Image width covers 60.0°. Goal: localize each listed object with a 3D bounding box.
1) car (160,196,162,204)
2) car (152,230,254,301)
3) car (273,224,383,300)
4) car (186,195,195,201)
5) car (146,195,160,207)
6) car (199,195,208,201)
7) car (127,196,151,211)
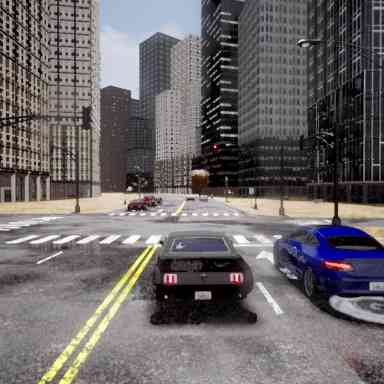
[{"bbox_3d":[-6.502,1.415,60.890,2.128,1.511,4.902,0,0,0],"label":"car"},{"bbox_3d":[0.111,1.598,8.286,1.895,1.301,4.718,0,0,-3],"label":"car"},{"bbox_3d":[3.354,1.522,8.254,1.812,1.442,4.674,0,0,1],"label":"car"},{"bbox_3d":[-0.427,1.467,80.443,1.895,1.301,4.718,0,0,-4],"label":"car"},{"bbox_3d":[-6.520,1.298,50.599,2.097,1.767,4.553,0,0,0],"label":"car"},{"bbox_3d":[2.822,1.395,80.556,1.812,1.442,4.674,0,0,-4],"label":"car"},{"bbox_3d":[-6.536,1.529,40.350,1.994,1.385,4.181,0,0,0],"label":"car"}]
